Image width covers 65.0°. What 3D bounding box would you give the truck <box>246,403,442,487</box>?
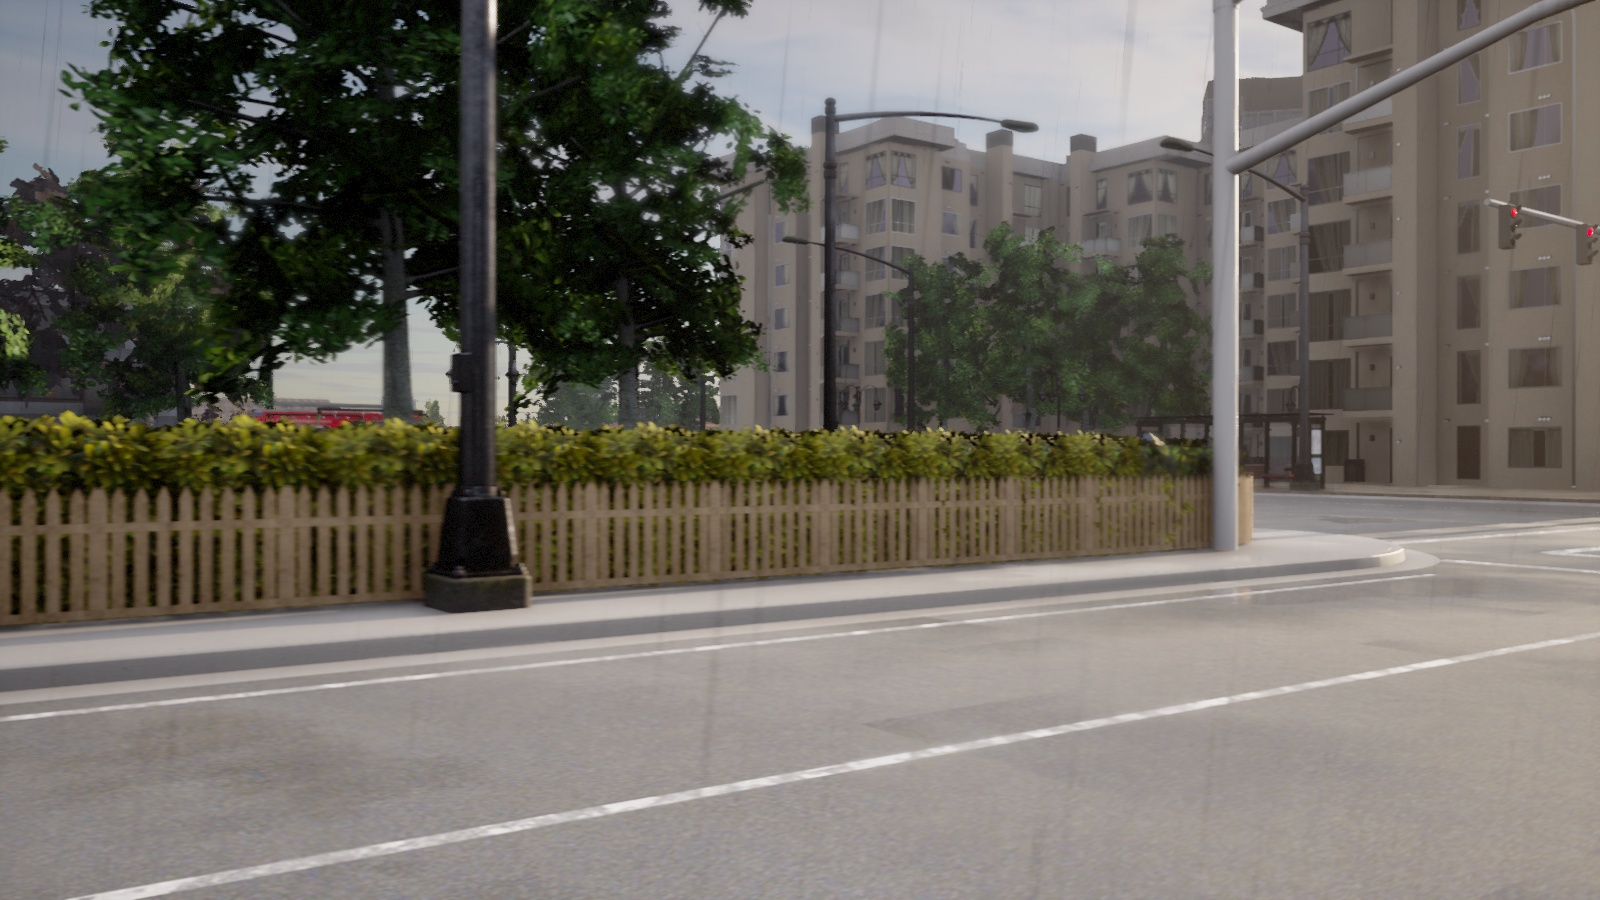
[{"bbox_3d":[-21.928,-0.224,60.672,8.468,3.827,2.891,0,0,-35],"label":"truck"}]
